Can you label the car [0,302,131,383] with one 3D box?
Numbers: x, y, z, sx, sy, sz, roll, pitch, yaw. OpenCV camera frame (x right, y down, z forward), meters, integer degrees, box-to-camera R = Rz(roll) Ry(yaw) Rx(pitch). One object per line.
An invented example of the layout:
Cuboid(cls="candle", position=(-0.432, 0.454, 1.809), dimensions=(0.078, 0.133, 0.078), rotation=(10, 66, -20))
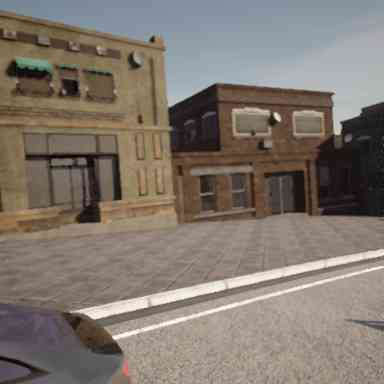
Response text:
Cuboid(cls="car", position=(-2.489, 1.578, 2.198), dimensions=(4.181, 1.385, 1.994), rotation=(0, 0, -34))
